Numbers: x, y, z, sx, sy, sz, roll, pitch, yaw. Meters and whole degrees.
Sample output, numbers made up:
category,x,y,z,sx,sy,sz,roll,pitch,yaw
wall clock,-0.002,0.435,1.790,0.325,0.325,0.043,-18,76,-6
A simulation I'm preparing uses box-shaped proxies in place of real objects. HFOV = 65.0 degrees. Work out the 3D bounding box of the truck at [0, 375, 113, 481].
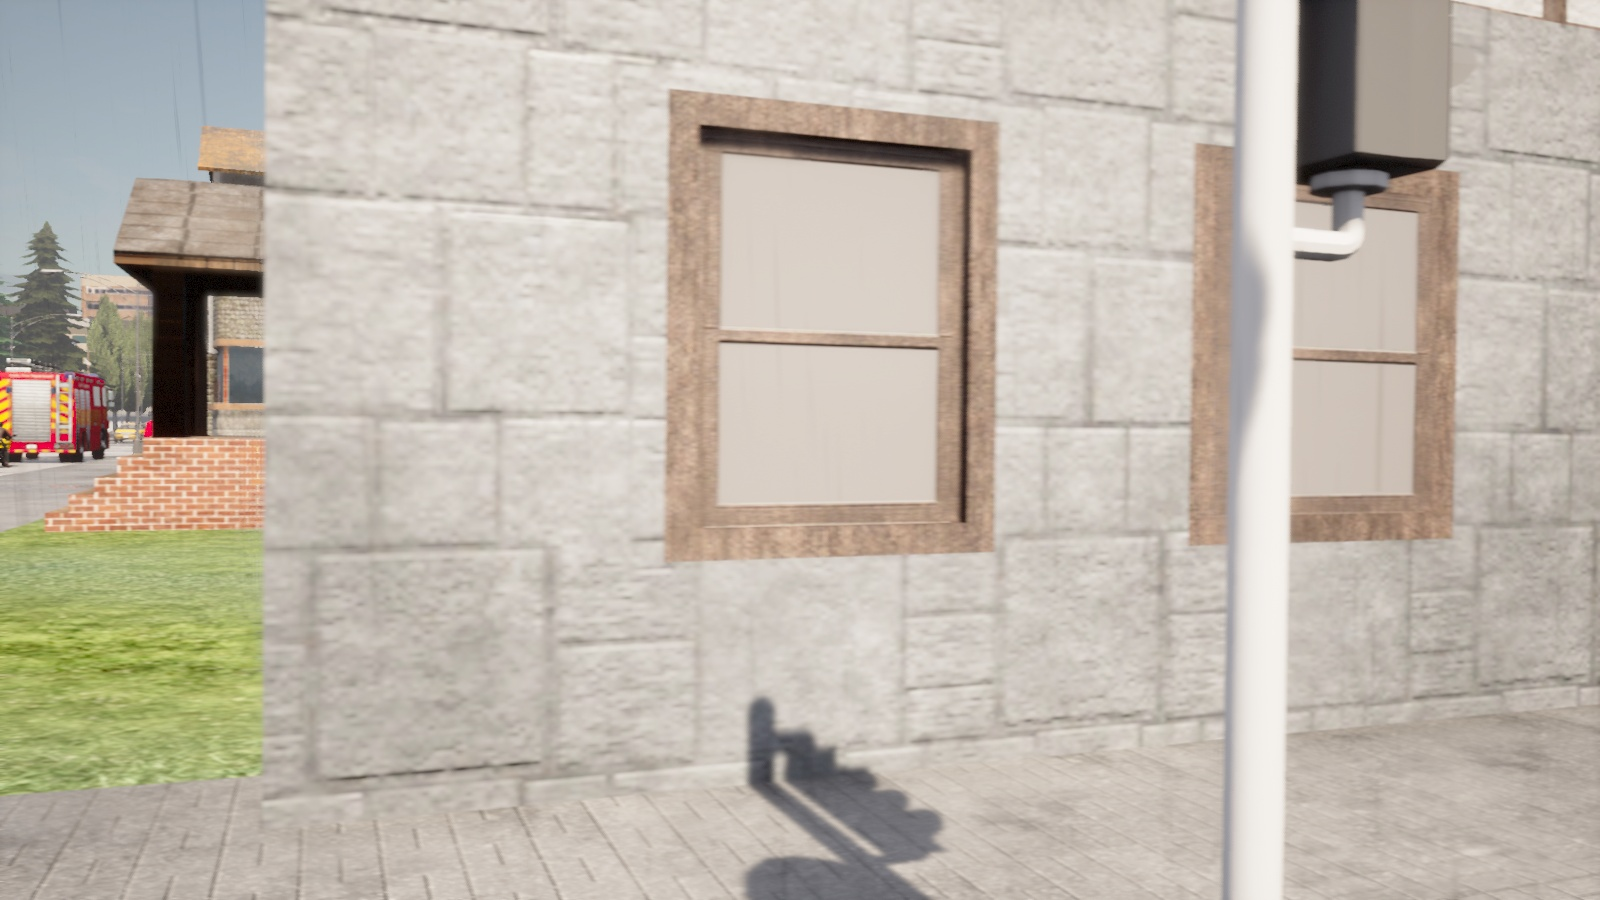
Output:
category,x,y,z,sx,sy,sz,roll,pitch,yaw
truck,-29.524,-0.859,49.720,2.891,3.827,8.468,-1,1,-21

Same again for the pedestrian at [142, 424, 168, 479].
category,x,y,z,sx,sy,sz,roll,pitch,yaw
pedestrian,-21.820,0.051,42.492,0.634,1.844,0.899,-1,1,-20

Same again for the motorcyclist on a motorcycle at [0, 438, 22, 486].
category,x,y,z,sx,sy,sz,roll,pitch,yaw
motorcyclist on a motorcycle,-26.354,0.389,41.410,0.797,1.523,2.044,-1,1,-21
